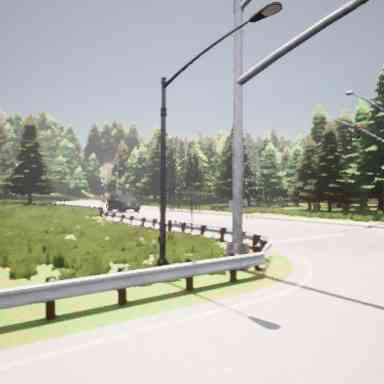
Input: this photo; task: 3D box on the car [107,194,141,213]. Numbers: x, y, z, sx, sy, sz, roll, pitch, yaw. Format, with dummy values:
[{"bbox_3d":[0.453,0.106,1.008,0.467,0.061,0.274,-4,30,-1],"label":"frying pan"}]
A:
[{"bbox_3d":[-7.898,1.308,38.137,2.150,2.045,5.566,0,0,-36],"label":"car"}]
